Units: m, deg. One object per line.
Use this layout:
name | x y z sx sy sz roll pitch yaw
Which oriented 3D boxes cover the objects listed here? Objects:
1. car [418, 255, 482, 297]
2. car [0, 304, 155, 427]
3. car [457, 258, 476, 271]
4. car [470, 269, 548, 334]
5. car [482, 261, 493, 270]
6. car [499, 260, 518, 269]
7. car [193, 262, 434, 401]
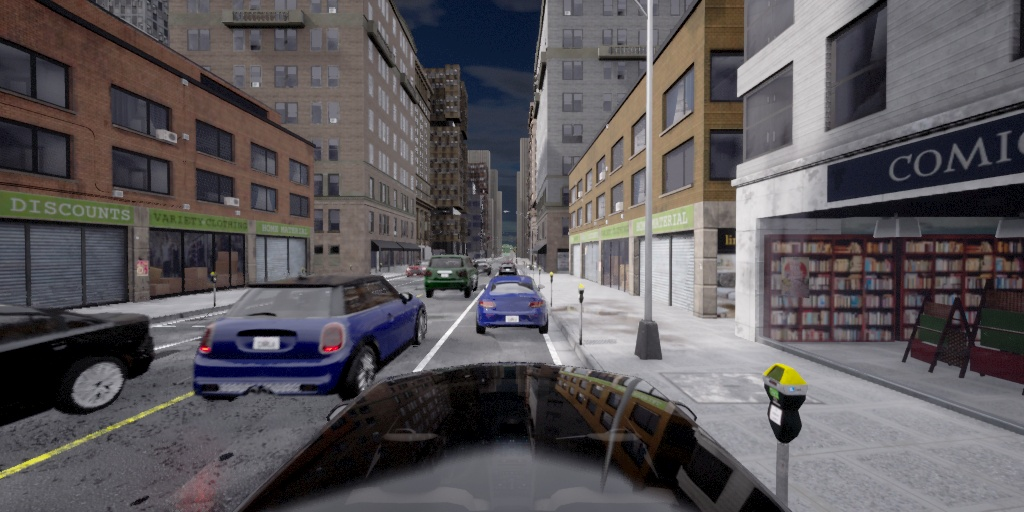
car | -3.040 0.969 18.864 2.150 2.045 5.566 0 0 0
car | -6.246 1.227 3.177 1.882 1.535 5.008 0 0 0
car | -6.144 1.118 49.104 2.097 1.767 4.553 0 0 0
car | 0.004 1.274 10.501 1.812 1.442 4.674 0 0 0
car | -3.146 1.276 38.270 1.812 1.442 4.674 0 0 0
car | -0.383 1.315 34.934 1.948 1.339 4.313 0 0 0
car | -3.046 1.101 6.576 2.097 1.767 4.553 0 0 0
